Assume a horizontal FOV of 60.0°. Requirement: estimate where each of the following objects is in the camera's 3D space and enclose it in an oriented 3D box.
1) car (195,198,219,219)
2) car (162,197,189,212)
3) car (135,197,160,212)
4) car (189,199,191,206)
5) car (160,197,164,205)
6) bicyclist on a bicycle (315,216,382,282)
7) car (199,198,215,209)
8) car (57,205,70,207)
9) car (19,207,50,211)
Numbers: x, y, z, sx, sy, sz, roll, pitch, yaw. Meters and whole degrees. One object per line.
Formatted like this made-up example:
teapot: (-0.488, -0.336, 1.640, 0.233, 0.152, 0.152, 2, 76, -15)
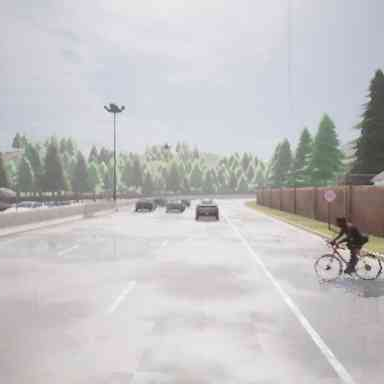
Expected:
car: (1.301, 1.460, 28.402, 2.128, 1.511, 4.902, 0, 0, 3)
car: (-1.806, 1.505, 37.732, 2.033, 1.411, 5.357, 0, 0, 3)
car: (-5.273, 1.460, 38.530, 1.837, 1.490, 4.892, 0, 0, 3)
car: (-1.212, 1.470, 49.626, 1.812, 1.442, 4.674, 0, 0, 4)
car: (-4.768, 1.449, 48.989, 1.837, 1.490, 4.892, 0, 0, 4)
bicyclist on a bicycle: (3.886, 1.432, 8.295, 1.656, 1.620, 0.582, -1, 0, 3)
car: (2.039, 1.498, 44.843, 2.033, 1.411, 5.357, 0, 0, 3)
car: (-12.744, 1.526, 31.366, 1.994, 1.385, 4.181, 0, 0, 3)
car: (-12.915, 1.494, 26.135, 1.812, 1.442, 4.674, 0, 0, 3)
